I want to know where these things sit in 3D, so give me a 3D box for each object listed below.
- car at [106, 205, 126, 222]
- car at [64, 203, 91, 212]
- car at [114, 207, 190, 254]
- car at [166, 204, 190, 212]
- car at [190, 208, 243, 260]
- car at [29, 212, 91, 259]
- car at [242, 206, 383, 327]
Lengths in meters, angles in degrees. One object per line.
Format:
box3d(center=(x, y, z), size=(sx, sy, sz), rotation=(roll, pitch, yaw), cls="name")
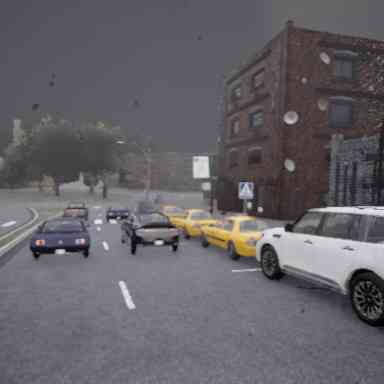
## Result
box3d(center=(-6.312, 1.778, 28.192), size=(1.895, 1.301, 4.718), rotation=(1, -1, -15), cls="car")
box3d(center=(-9.489, 1.622, 27.522), size=(2.128, 1.511, 4.902), rotation=(1, 0, -15), cls="car")
box3d(center=(-1.907, 1.593, 14.114), size=(2.128, 1.511, 4.902), rotation=(1, 0, -18), cls="car")
box3d(center=(-1.601, 1.663, 23.625), size=(1.946, 1.575, 5.366), rotation=(1, -1, -18), cls="car")
box3d(center=(1.803, 1.608, 13.115), size=(1.946, 1.575, 5.366), rotation=(1, -1, -18), cls="car")
box3d(center=(-4.939, 1.659, 12.913), size=(1.895, 1.301, 4.718), rotation=(1, 0, -18), cls="car")
box3d(center=(3.598, 1.331, 7.592), size=(2.435, 2.045, 5.566), rotation=(1, -1, -18), cls="car")
